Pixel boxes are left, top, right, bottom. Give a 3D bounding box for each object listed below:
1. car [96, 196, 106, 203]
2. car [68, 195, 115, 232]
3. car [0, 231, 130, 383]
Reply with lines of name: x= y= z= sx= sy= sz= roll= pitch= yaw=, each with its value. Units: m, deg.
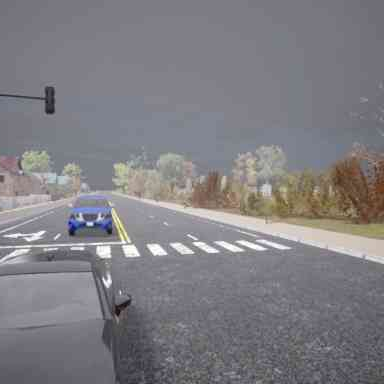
car: x=-18.044 y=1.448 z=65.770 sx=1.837 sy=1.490 sz=4.892 roll=0 pitch=0 yaw=-15
car: x=-5.613 y=1.218 z=18.706 sx=2.150 sy=2.045 sz=5.566 roll=0 pitch=0 yaw=-15
car: x=-1.746 y=1.525 z=3.976 sx=1.812 sy=1.442 sz=4.674 roll=0 pitch=0 yaw=-12
